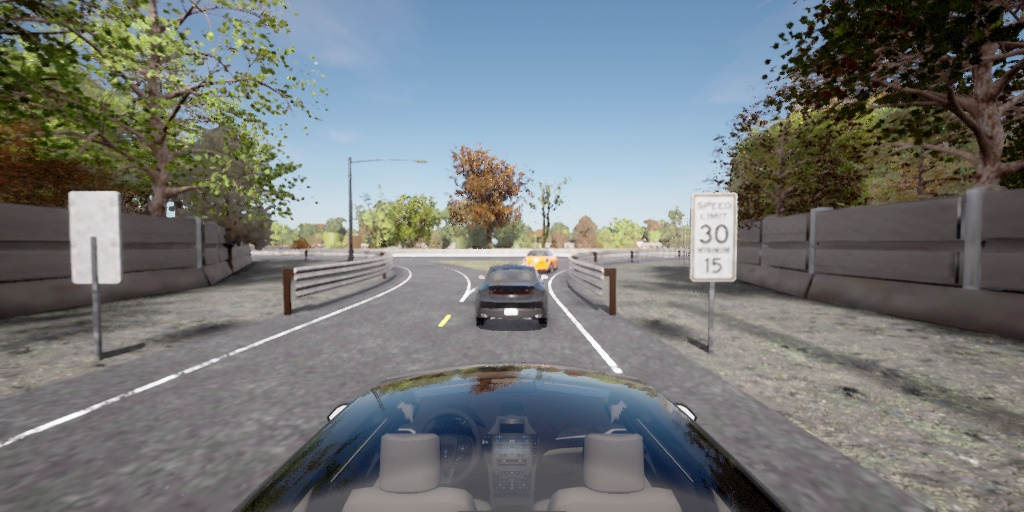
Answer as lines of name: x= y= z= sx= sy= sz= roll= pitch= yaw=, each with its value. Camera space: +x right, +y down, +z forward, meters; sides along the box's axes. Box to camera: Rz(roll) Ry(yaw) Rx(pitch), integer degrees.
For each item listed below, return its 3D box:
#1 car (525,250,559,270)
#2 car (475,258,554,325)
car: x=2.282 y=0.289 z=27.477 sx=2.097 sy=1.767 sz=4.553 roll=0 pitch=2 yaw=16
car: x=0.029 y=0.972 z=10.630 sx=1.837 sy=1.490 sz=4.892 roll=0 pitch=1 yaw=1
